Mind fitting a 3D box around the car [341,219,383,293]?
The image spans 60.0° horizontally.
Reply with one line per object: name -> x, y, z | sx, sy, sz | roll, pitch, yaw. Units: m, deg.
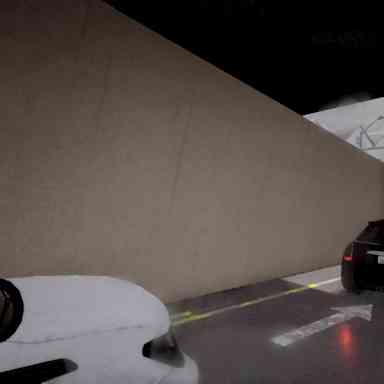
car -> 5.489, 1.352, 7.679 | 4.553, 1.767, 2.097 | 0, 0, -36

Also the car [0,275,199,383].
car -> -2.606, 1.221, 1.930 | 5.566, 2.045, 2.150 | 0, 0, -35
